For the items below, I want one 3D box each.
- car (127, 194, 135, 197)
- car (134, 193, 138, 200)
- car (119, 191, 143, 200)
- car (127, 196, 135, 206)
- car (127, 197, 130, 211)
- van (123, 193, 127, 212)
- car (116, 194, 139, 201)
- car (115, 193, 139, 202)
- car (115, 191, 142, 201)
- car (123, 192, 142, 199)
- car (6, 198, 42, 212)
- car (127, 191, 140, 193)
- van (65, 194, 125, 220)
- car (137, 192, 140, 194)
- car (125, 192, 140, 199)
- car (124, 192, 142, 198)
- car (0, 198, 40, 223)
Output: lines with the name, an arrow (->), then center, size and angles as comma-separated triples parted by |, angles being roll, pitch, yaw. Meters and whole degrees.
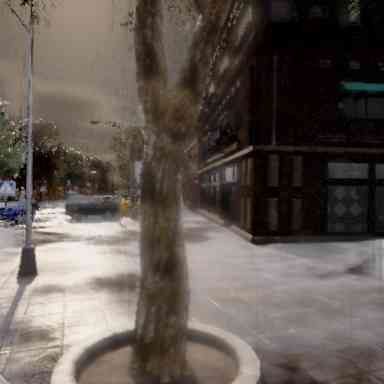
car -> -10.999, 1.452, 46.080 | 5.366, 1.575, 1.946 | 2, 1, -27
car -> -11.571, 1.393, 52.121 | 4.892, 1.521, 2.231 | 1, 1, -27
car -> -15.579, 0.805, 84.878 | 5.566, 2.045, 2.435 | 2, 1, -27
car -> -9.534, 1.553, 37.309 | 5.366, 1.575, 1.946 | 2, 0, -27
car -> -9.297, 1.554, 34.246 | 5.008, 1.535, 2.097 | 2, 0, -27
van -> -8.802, 1.326, 31.338 | 4.442, 1.987, 1.878 | 2, -1, -28
car -> -14.132, 1.208, 72.974 | 4.674, 1.452, 2.002 | 2, 0, -27
car -> -13.734, 1.073, 70.002 | 4.553, 1.767, 2.185 | 2, 1, -27
car -> -14.490, 0.887, 75.927 | 5.566, 2.045, 2.435 | 2, 1, -27
car -> -16.308, 0.881, 90.848 | 4.553, 1.767, 2.185 | 2, 0, -27
car -> -19.241, 1.455, 38.449 | 2.033, 1.411, 5.357 | 1, 0, -7
car -> -13.374, 1.103, 67.023 | 4.553, 1.767, 2.185 | 2, 1, -27
van -> -8.407, 1.320, 28.363 | 4.442, 1.987, 1.878 | 2, -1, -28
car -> -13.072, 1.288, 64.019 | 4.792, 1.488, 2.163 | 1, 1, -27
car -> -12.680, 1.332, 61.053 | 4.674, 1.452, 2.002 | 1, 1, -27
car -> -16.668, 0.857, 93.828 | 4.553, 1.767, 2.185 | 2, 0, -27
car -> -13.365, 1.452, 24.908 | 1.882, 1.535, 5.008 | 1, 0, -8
